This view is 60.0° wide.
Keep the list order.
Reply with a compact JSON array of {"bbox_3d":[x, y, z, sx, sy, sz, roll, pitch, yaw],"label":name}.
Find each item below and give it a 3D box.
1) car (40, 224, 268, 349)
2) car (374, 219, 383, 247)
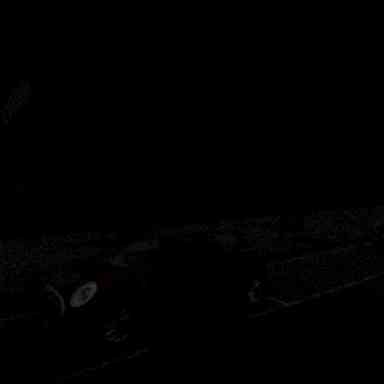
[{"bbox_3d":[-0.555,1.398,6.135,4.097,1.590,1.967,-1,1,-35],"label":"car"},{"bbox_3d":[8.628,1.347,12.683,4.403,1.369,2.008,-1,1,-35],"label":"car"}]
